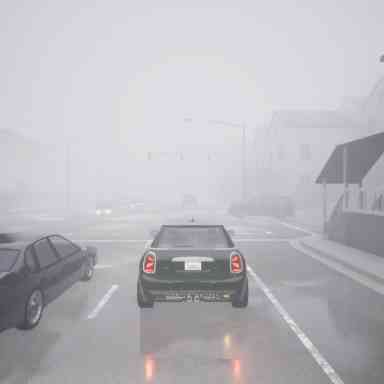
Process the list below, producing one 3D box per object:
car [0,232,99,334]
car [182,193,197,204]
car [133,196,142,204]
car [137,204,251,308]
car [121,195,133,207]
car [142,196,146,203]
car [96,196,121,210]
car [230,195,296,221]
[{"bbox_3d":[-3.486,1.547,6.823,2.033,1.411,5.357,0,0,0],"label":"car"},{"bbox_3d":[-0.427,1.221,52.406,2.150,2.045,5.566,0,0,-1],"label":"car"},{"bbox_3d":[-11.181,1.491,61.924,2.128,1.511,4.902,0,0,0],"label":"car"},{"bbox_3d":[0.005,1.352,8.104,2.097,1.767,4.553,0,0,0],"label":"car"},{"bbox_3d":[-11.111,1.352,51.855,2.097,1.767,4.553,0,0,-1],"label":"car"},{"bbox_3d":[-11.225,1.521,72.197,2.128,1.511,4.902,0,0,-1],"label":"car"},{"bbox_3d":[-11.030,1.564,43.200,1.994,1.385,4.181,0,0,-1],"label":"car"},{"bbox_3d":[5.956,1.304,28.459,5.566,2.045,2.150,2,0,12],"label":"car"}]
